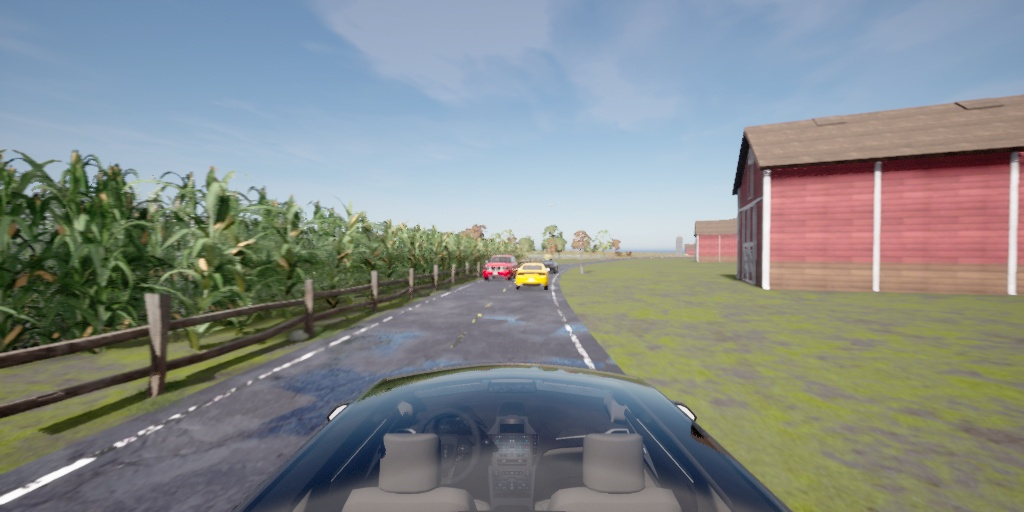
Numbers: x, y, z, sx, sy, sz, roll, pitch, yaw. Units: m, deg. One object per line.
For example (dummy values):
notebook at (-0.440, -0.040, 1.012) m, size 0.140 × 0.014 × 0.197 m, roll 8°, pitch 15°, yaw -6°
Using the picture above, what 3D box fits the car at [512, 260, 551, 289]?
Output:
car at (1.357, 1.201, 22.722) m, size 1.882 × 1.535 × 5.008 m, roll 0°, pitch 0°, yaw 6°

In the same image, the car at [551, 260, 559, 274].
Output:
car at (4.224, 1.214, 41.080) m, size 1.812 × 1.442 × 4.674 m, roll 0°, pitch 0°, yaw 11°

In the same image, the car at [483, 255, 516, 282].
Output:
car at (-0.839, 0.923, 29.101) m, size 2.150 × 2.045 × 5.566 m, roll 0°, pitch 0°, yaw 8°
